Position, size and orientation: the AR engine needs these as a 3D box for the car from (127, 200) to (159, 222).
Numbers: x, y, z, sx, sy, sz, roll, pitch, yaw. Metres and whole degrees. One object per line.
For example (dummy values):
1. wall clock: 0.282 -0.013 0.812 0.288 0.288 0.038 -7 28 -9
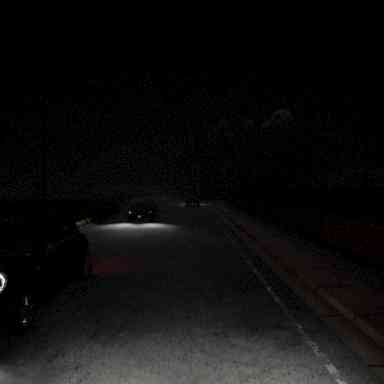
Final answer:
1. car: -3.506 1.346 24.575 1.812 1.442 4.674 0 0 0

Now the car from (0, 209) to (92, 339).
1. car: -3.595 1.302 6.561 2.097 1.767 4.553 0 0 0

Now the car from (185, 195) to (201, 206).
1. car: 0.143 1.182 45.766 1.812 1.442 4.674 0 1 2
